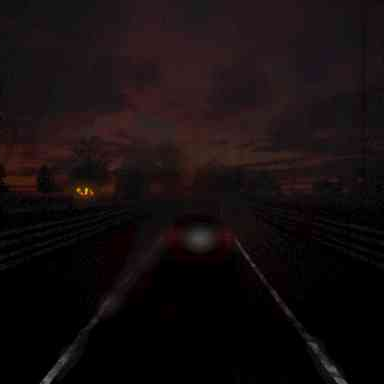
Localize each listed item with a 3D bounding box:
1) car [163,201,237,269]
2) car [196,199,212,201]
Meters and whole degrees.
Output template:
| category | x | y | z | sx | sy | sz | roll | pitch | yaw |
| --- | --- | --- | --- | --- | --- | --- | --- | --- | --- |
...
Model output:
| category | x | y | z | sx | sy | sz | roll | pitch | yaw |
| --- | --- | --- | --- | --- | --- | --- | --- | --- | --- |
| car | 0.280 | 1.365 | 11.364 | 2.097 | 1.767 | 4.553 | 0 | 0 | 2 |
| car | 0.950 | 1.382 | 26.467 | 2.097 | 1.767 | 4.553 | 0 | 0 | 4 |
